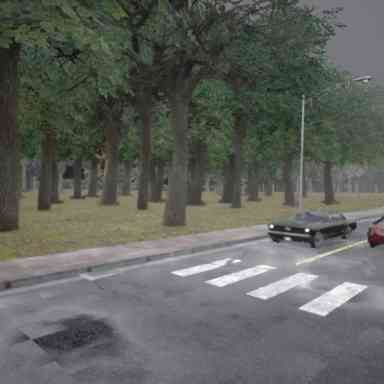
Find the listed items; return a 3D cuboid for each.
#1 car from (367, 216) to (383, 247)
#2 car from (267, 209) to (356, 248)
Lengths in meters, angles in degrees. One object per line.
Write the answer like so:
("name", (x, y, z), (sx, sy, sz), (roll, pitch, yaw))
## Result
("car", (8.599, 1.428, 13.245), (1.994, 1.385, 4.181), (2, 2, 45))
("car", (5.104, 1.416, 13.913), (1.895, 1.301, 4.718), (2, 2, 45))
